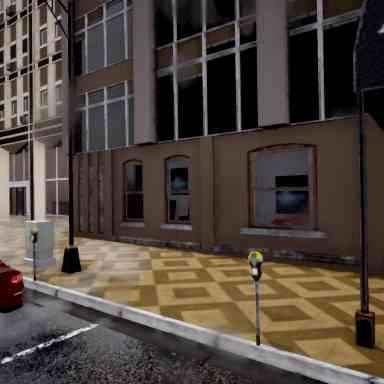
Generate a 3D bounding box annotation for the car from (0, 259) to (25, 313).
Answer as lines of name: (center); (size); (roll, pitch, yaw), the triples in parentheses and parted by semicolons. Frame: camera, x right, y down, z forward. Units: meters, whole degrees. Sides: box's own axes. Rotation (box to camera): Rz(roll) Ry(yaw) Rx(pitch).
car: (-4.803, 1.584, 6.322); (4.206, 1.307, 1.802); (0, -1, 36)
